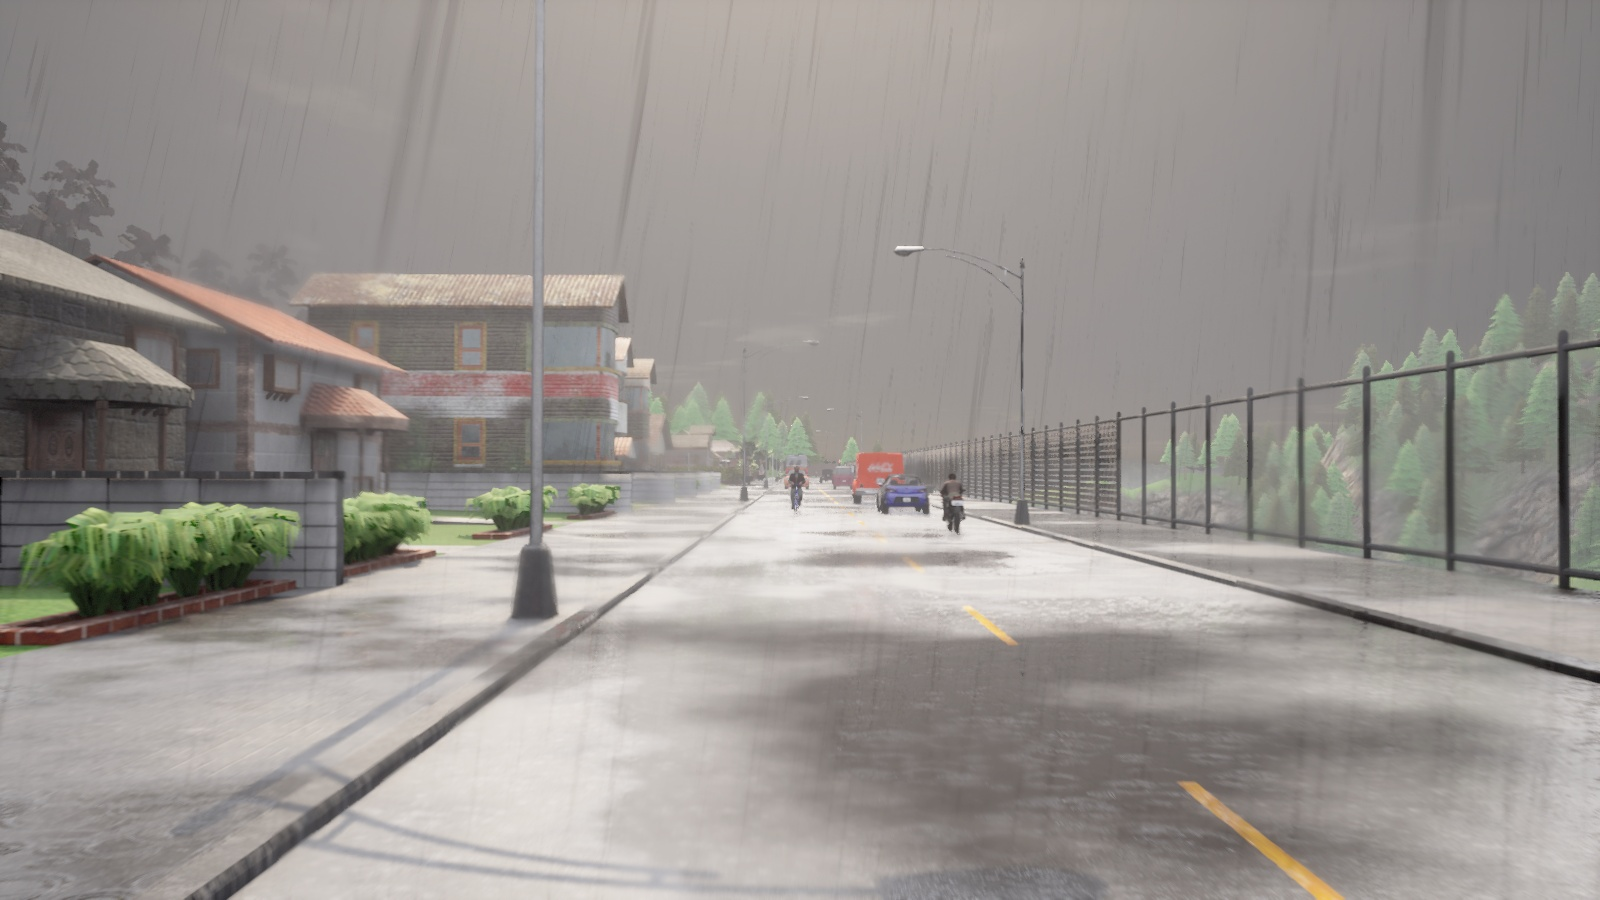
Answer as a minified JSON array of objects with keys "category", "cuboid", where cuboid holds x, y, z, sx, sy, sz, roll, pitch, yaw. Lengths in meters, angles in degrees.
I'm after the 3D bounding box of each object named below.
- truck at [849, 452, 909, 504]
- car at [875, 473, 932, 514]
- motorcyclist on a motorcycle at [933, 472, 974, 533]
[{"category":"truck","cuboid":[3.847,1.355,62.289,2.627,2.467,5.204,0,-1,0]},{"category":"car","cuboid":[3.884,1.611,47.711,1.816,1.474,4.193,0,-1,0]},{"category":"motorcyclist on a motorcycle","cuboid":[3.922,1.320,32.218,0.797,1.523,2.044,0,-1,0]}]
